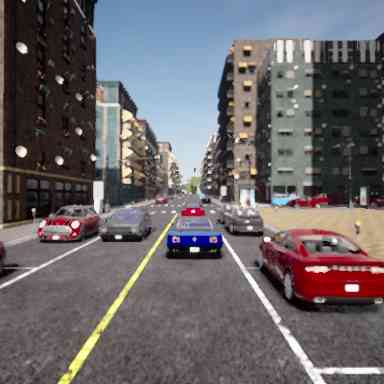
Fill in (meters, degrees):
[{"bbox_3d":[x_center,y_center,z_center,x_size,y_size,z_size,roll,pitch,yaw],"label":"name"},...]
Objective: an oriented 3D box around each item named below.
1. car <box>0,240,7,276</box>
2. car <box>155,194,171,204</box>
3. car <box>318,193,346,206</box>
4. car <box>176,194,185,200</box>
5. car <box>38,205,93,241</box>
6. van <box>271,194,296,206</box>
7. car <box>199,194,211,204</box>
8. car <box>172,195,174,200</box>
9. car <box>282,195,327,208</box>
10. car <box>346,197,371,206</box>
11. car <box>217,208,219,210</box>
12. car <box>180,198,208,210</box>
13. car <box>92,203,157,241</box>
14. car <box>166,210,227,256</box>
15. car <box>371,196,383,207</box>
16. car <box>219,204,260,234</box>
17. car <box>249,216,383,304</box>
[{"bbox_3d":[-5.760,1.570,7.305,1.802,1.307,4.206,1,0,0],"label":"car"},{"bbox_3d":[-5.680,1.224,62.248,2.192,1.841,5.009,1,0,0],"label":"car"},{"bbox_3d":[19.287,1.143,48.989,5.009,1.841,2.192,0,0,0],"label":"car"},{"bbox_3d":[-3.006,1.231,86.814,2.097,1.767,4.553,0,0,0],"label":"car"},{"bbox_3d":[-5.809,1.415,16.209,1.967,1.590,4.097,1,0,0],"label":"car"},{"bbox_3d":[13.760,1.211,49.029,3.998,1.788,1.690,0,0,0],"label":"van"},{"bbox_3d":[2.696,1.475,62.208,1.947,1.339,4.313,1,0,0],"label":"car"},{"bbox_3d":[-5.685,1.438,90.103,1.947,1.339,4.313,1,0,0],"label":"car"},{"bbox_3d":[13.700,1.343,40.647,4.206,1.307,1.802,0,0,0],"label":"car"},{"bbox_3d":[24.817,1.330,48.949,4.507,1.381,1.887,0,0,0],"label":"car"},{"bbox_3d":[2.828,1.514,24.016,2.008,1.369,4.403,1,0,0],"label":"car"},{"bbox_3d":[0.092,1.520,28.532,1.994,1.385,4.181,0,0,0],"label":"car"},{"bbox_3d":[-3.097,1.521,16.714,2.033,1.411,5.357,0,0,0],"label":"car"},{"bbox_3d":[0.094,1.581,13.031,1.895,1.301,4.718,0,0,0],"label":"car"},{"bbox_3d":[24.754,1.116,40.569,4.097,1.590,1.967,0,0,0],"label":"car"},{"bbox_3d":[2.829,1.523,18.446,2.008,1.369,4.403,1,0,0],"label":"car"},{"bbox_3d":[2.784,1.532,8.015,1.887,1.381,4.507,1,0,0],"label":"car"}]
